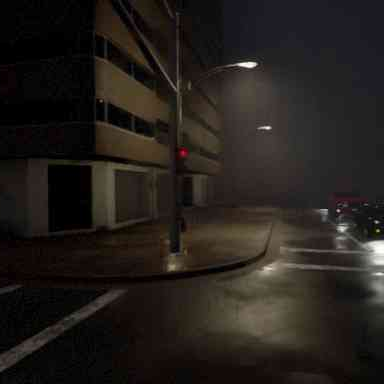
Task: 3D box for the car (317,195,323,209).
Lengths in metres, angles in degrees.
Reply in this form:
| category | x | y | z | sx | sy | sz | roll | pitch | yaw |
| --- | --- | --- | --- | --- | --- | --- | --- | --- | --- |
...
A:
| category | x | y | z | sx | sy | sz | roll | pitch | yaw |
| --- | --- | --- | --- | --- | --- | --- | --- | --- | --- |
| car | 14.046 | 0.972 | 34.236 | 1.994 | 1.385 | 4.181 | 0 | 1 | 15 |

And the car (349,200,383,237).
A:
| category | x | y | z | sx | sy | sz | roll | pitch | yaw |
| --- | --- | --- | --- | --- | --- | --- | --- | --- | --- |
| car | 8.940 | 1.266 | 15.555 | 1.994 | 1.385 | 4.181 | 0 | 1 | 15 |

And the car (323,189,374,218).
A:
| category | x | y | z | sx | sy | sz | roll | pitch | yaw |
| --- | --- | --- | --- | --- | --- | --- | --- | --- | --- |
| car | 11.385 | 0.782 | 24.579 | 2.150 | 2.045 | 5.566 | 0 | 1 | 15 |

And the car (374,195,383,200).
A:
| category | x | y | z | sx | sy | sz | roll | pitch | yaw |
| --- | --- | --- | --- | --- | --- | --- | --- | --- | --- |
| car | 16.327 | 0.997 | 29.270 | 2.033 | 1.411 | 5.357 | 0 | 1 | 16 |
